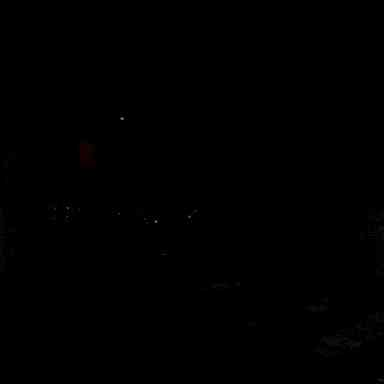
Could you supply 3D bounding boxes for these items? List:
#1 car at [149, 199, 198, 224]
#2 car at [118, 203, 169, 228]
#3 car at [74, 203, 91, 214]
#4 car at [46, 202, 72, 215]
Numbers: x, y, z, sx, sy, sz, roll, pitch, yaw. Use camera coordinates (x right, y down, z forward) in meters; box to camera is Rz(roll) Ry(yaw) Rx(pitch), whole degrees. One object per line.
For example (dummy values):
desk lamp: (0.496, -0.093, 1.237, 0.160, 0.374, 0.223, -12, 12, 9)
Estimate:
car: (-1.822, 1.589, 27.889, 2.150, 2.045, 5.566, 0, -1, -36)
car: (-3.980, 1.874, 25.332, 1.837, 1.490, 4.892, 0, -1, -36)
car: (-15.893, 2.330, 47.322, 1.837, 1.490, 4.892, 0, -1, -36)
car: (-18.061, 2.177, 44.761, 2.097, 1.767, 4.553, 0, -1, -35)
